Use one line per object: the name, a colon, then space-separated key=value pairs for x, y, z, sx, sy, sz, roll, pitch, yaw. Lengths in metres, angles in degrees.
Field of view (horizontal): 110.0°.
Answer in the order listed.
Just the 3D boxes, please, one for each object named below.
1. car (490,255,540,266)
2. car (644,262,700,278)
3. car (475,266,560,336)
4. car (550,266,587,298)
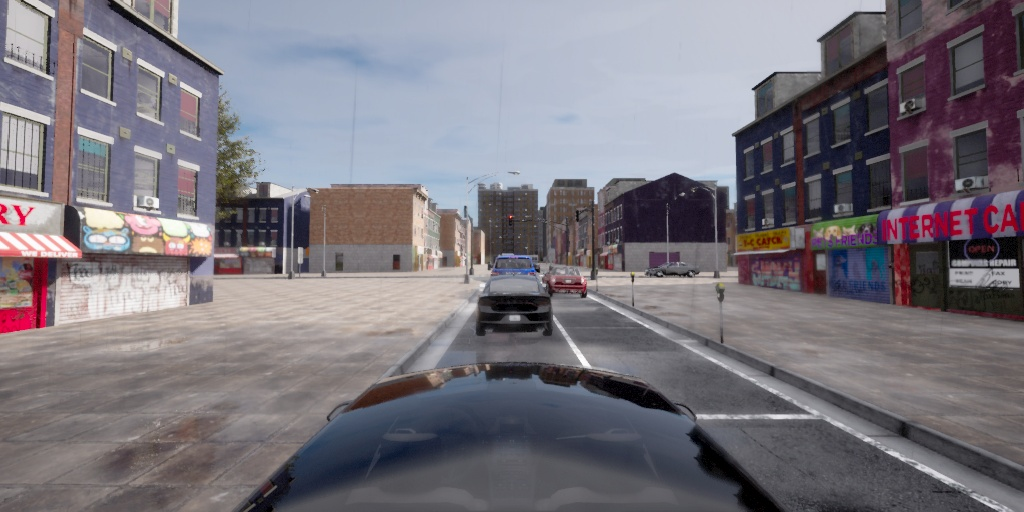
car: x=0.067 y=0.993 z=18.001 sx=2.150 sy=2.045 sz=5.566 roll=0 pitch=0 yaw=0
car: x=14.948 y=1.316 z=33.533 sx=4.902 sy=1.511 sz=2.128 roll=0 pitch=-2 yaw=0
car: x=0.036 y=1.235 z=10.469 sx=1.882 sy=1.535 sz=5.008 roll=0 pitch=0 yaw=-1
car: x=2.615 y=1.211 z=18.689 sx=1.967 sy=1.591 sz=4.097 roll=0 pitch=0 yaw=0
